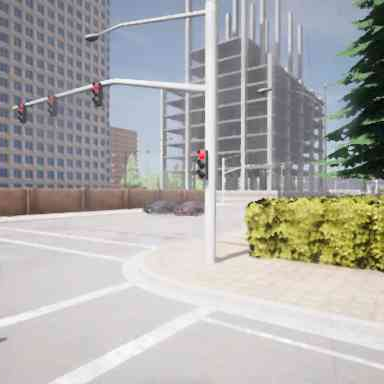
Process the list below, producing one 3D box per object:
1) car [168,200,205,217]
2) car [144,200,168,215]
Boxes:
[{"bbox_3d":[0.027,1.556,31.720,1.994,1.385,4.181,0,0,35],"label":"car"},{"bbox_3d":[-2.909,1.543,33.632,1.994,1.385,4.181,0,0,35],"label":"car"}]
